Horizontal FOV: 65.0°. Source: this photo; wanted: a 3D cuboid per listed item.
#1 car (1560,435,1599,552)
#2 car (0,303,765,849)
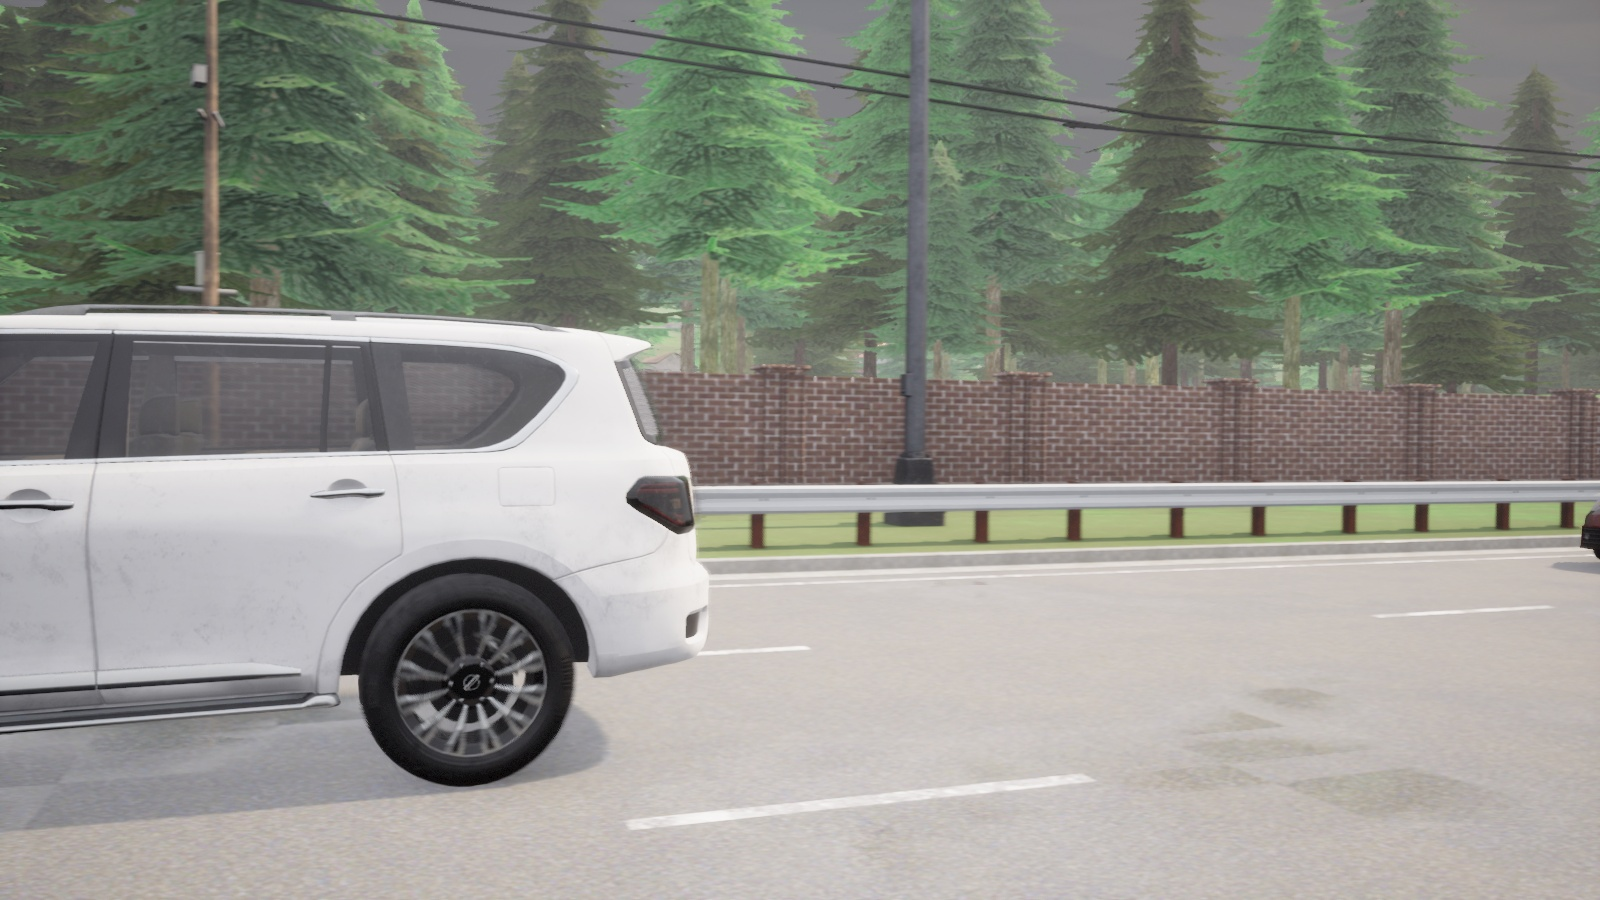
[{"bbox_3d":[11.580,0.491,15.124,4.181,1.385,1.994,-1,1,-21],"label":"car"},{"bbox_3d":[-3.155,0.457,5.782,5.566,2.045,2.150,-1,1,-21],"label":"car"}]
